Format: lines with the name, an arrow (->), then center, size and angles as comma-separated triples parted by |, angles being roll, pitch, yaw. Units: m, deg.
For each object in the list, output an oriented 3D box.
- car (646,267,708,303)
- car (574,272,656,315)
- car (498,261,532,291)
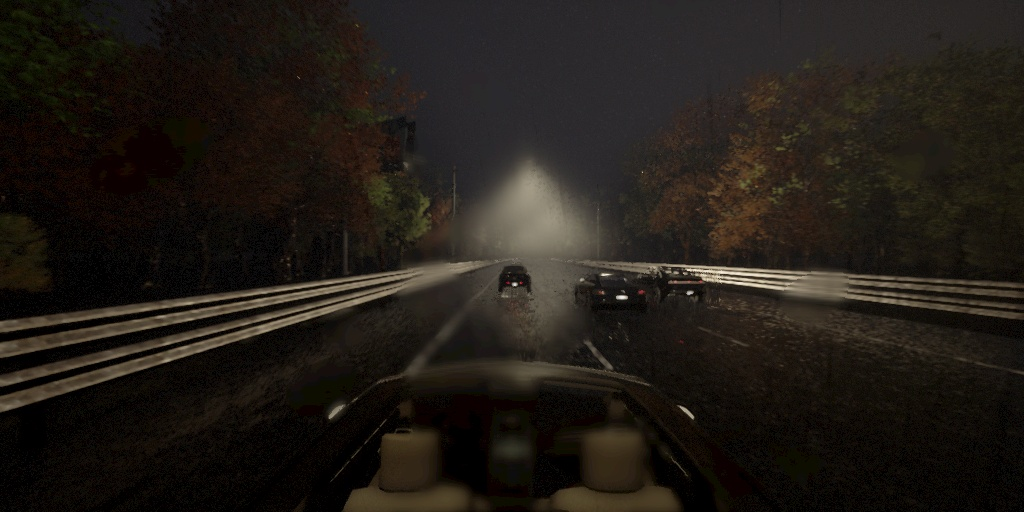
car -> 7.138, 1.273, 16.763 | 2.128, 1.511, 4.902 | 0, 0, 0
car -> 3.623, 1.337, 13.762 | 1.994, 1.385, 4.181 | 0, 0, 0
car -> 0.180, 1.287, 22.004 | 1.837, 1.490, 4.892 | 0, 0, 1
